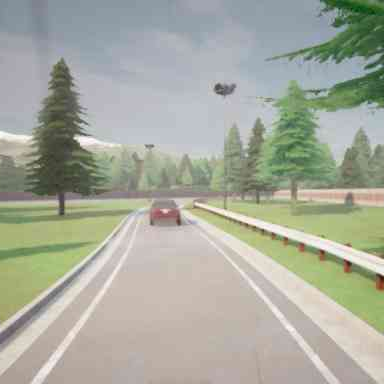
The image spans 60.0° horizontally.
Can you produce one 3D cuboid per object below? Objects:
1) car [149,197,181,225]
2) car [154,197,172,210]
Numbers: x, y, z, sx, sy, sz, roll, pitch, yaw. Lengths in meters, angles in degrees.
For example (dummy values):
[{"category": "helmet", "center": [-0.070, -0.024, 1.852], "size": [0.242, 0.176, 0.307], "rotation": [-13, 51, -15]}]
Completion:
[{"category": "car", "center": [-1.982, 1.316, 23.979], "size": [2.097, 1.767, 4.553], "rotation": [0, 0, -7]}, {"category": "car", "center": [-3.727, 1.429, 43.199], "size": [2.128, 1.511, 4.902], "rotation": [0, 0, -3]}]
